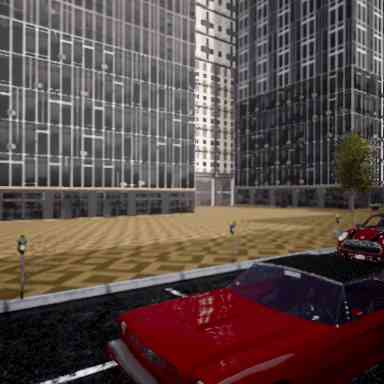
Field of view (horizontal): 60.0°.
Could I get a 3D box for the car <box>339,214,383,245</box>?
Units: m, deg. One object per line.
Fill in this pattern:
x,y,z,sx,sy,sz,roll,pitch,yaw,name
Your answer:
6.783,1.471,11.399,4.097,1.590,1.967,0,0,-36,car

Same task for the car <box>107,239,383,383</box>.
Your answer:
1.403,1.610,4.370,4.718,1.301,1.895,0,0,-35,car
